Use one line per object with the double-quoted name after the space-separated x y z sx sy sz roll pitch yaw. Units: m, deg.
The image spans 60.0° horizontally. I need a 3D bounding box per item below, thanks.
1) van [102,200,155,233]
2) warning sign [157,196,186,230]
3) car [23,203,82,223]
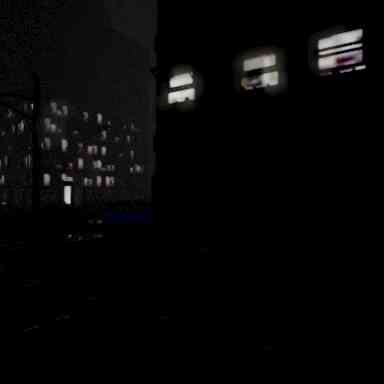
-3.472 1.385 20.084 1.690 1.788 3.998 1 1 35 "van"
-1.190 1.190 19.191 1.300 1.860 1.060 1 0 35 "warning sign"
-10.306 1.494 24.941 1.947 1.339 4.313 1 1 35 "car"
